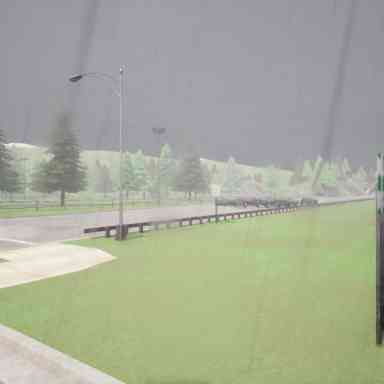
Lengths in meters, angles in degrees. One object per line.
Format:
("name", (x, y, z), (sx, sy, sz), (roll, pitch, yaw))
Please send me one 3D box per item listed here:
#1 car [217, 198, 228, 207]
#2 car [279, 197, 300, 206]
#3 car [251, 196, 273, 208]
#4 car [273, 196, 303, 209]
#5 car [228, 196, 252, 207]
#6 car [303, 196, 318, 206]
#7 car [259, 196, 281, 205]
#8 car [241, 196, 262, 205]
("car", (5.338, 1.564, 52.767), (1.994, 1.385, 4.181), (0, 0, 35))
("car", (16.754, 1.601, 56.976), (1.895, 1.301, 4.718), (0, 0, 35))
("car", (10.903, 1.505, 48.524), (1.837, 1.490, 4.892), (0, 0, 35))
("car", (13.265, 1.505, 45.806), (1.837, 1.490, 4.892), (0, 0, 35))
("car", (8.035, 1.491, 50.530), (2.128, 1.511, 4.902), (0, 0, 35))
("car", (19.129, 1.505, 54.266), (1.837, 1.490, 4.892), (0, 0, 35))
("car", (13.869, 1.491, 58.958), (2.128, 1.511, 4.902), (0, 0, 35))
("car", (11.002, 1.478, 60.965), (1.882, 1.535, 5.008), (0, 0, 35))
